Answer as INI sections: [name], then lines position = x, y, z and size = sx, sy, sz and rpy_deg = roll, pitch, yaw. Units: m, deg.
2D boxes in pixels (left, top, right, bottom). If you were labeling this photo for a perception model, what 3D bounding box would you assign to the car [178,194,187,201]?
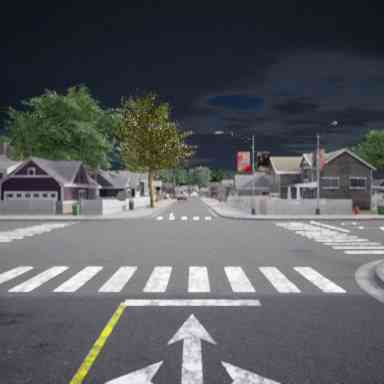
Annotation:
[car]
position = -2.060, 1.170, 71.060
size = 1.882, 1.535, 5.008
rpy_deg = 0, 0, 0
